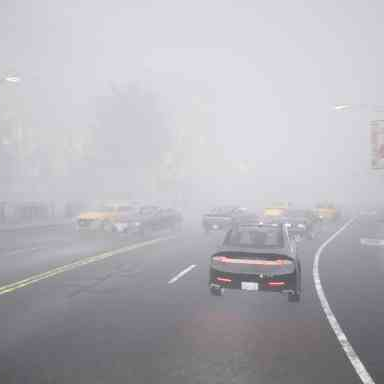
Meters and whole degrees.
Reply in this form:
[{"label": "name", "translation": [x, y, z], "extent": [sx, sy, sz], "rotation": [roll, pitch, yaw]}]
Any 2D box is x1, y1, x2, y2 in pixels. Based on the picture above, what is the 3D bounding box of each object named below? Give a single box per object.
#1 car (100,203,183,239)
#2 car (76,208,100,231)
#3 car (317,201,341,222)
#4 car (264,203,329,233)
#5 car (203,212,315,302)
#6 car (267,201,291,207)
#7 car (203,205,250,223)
[{"label": "car", "translation": [-2.251, 1.492, 17.751], "extent": [2.128, 1.511, 4.902], "rotation": [0, 0, 27]}, {"label": "car", "translation": [-4.815, 1.478, 20.438], "extent": [1.882, 1.535, 5.008], "rotation": [0, 0, 28]}, {"label": "car", "translation": [10.584, 1.456, 26.274], "extent": [1.801, 1.575, 5.366], "rotation": [0, 0, 30]}, {"label": "car", "translation": [5.559, 1.547, 17.320], "extent": [2.033, 1.411, 5.357], "rotation": [0, 0, 29]}, {"label": "car", "translation": [1.695, 1.492, 8.368], "extent": [2.128, 1.511, 4.902], "rotation": [0, 0, 15]}, {"label": "car", "translation": [7.568, 1.478, 27.834], "extent": [1.882, 1.535, 5.008], "rotation": [0, 0, 30]}, {"label": "car", "translation": [2.271, 1.489, 18.399], "extent": [2.128, 1.511, 4.902], "rotation": [0, 0, 28]}]
